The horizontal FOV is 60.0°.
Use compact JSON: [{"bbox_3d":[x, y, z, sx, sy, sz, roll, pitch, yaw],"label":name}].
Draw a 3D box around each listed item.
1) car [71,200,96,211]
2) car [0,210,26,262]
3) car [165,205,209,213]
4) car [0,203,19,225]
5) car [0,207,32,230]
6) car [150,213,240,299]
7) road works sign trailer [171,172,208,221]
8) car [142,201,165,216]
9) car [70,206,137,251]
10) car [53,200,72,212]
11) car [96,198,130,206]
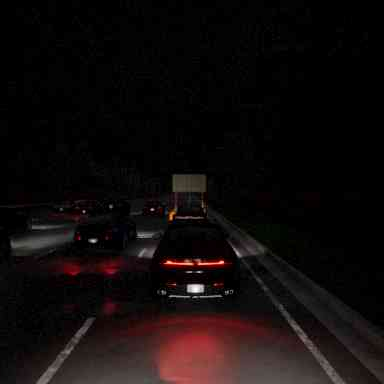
[{"bbox_3d":[-10.682,1.601,35.067,1.895,1.301,4.718,0,0,0],"label":"car"},{"bbox_3d":[-6.958,1.492,9.211,2.128,1.511,4.902,0,0,0],"label":"car"},{"bbox_3d":[-0.067,1.488,18.851,2.128,1.511,4.902,0,0,1],"label":"car"},{"bbox_3d":[-14.082,1.548,22.456,2.033,1.411,5.357,0,0,-1],"label":"car"},{"bbox_3d":[-10.526,1.525,18.042,1.812,1.442,4.674,0,0,0],"label":"car"},{"bbox_3d":[0.047,1.505,8.463,1.837,1.490,4.892,0,0,0],"label":"car"},{"bbox_3d":[-0.187,0.464,22.721,2.380,3.560,2.880,0,0,-3],"label":"road works sign trailer"},{"bbox_3d":[-3.659,1.565,32.418,1.994,1.385,4.181,0,0,0],"label":"car"},{"bbox_3d":[-3.496,1.526,13.984,1.812,1.442,4.674,0,0,0],"label":"car"},{"bbox_3d":[-14.210,1.601,38.366,1.895,1.301,4.718,0,0,-1],"label":"car"},{"bbox_3d":[-7.148,1.351,31.345,2.097,1.767,4.553,0,0,0],"label":"car"}]
